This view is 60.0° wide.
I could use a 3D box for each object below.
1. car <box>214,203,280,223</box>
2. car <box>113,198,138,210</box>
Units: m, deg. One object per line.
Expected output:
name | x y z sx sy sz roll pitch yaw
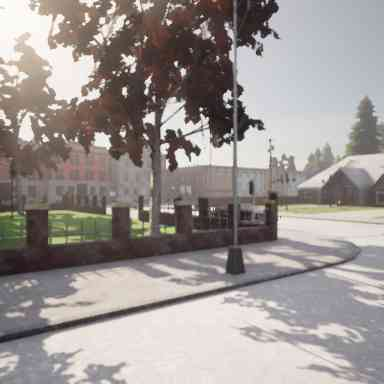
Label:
car | 3.883 1.523 24.734 2.033 1.411 5.357 0 0 -35
car | -8.526 1.469 42.343 2.128 1.511 4.902 0 0 -35
